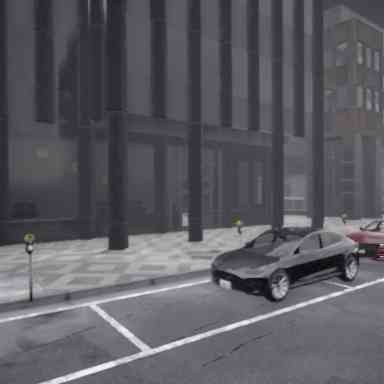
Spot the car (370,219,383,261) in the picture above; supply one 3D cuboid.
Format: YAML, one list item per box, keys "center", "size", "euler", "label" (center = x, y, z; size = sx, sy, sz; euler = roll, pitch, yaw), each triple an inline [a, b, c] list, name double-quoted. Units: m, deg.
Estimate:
- center: [7.060, 1.587, 11.585]
  size: [4.507, 1.381, 1.887]
  euler: [0, -1, -36]
  label: "car"

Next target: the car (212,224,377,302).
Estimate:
- center: [2.482, 1.590, 8.316]
  size: [4.313, 1.339, 1.947]
  euler: [0, -1, -36]
  label: "car"
